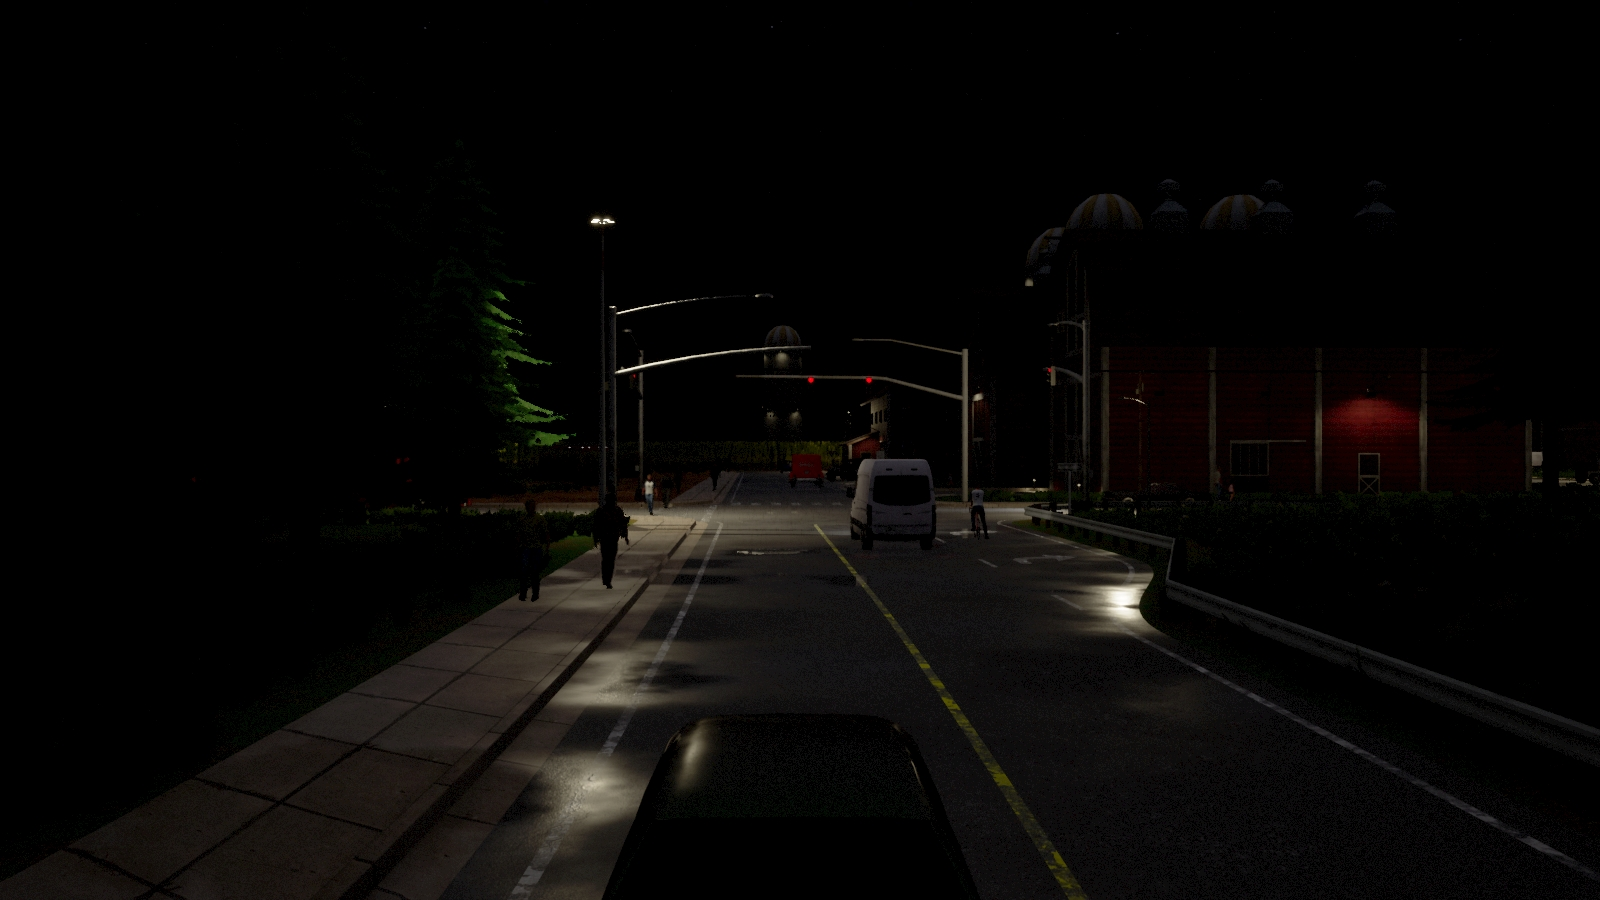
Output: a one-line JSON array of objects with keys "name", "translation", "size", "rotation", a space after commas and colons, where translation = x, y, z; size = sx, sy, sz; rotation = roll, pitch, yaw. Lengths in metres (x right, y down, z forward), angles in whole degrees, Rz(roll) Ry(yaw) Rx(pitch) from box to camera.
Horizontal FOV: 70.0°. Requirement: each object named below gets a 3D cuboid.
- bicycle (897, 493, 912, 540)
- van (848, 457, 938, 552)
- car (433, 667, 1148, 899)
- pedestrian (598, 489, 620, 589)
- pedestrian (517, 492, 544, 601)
[{"name": "bicycle", "translation": [3.290, 2.079, 36.037], "size": [0.373, 1.396, 1.643], "rotation": [0, 0, 3]}, {"name": "van", "translation": [2.659, 1.508, 34.092], "size": [1.988, 2.561, 5.915], "rotation": [0, 0, -2]}, {"name": "car", "translation": [-0.032, 1.973, 4.130], "size": [1.851, 1.617, 3.988], "rotation": [0, 0, 0]}, {"name": "pedestrian", "translation": [-3.620, 1.669, 21.637], "size": [0.375, 1.860, 0.375], "rotation": [0, 0, -15]}, {"name": "pedestrian", "translation": [-4.668, 1.670, 19.806], "size": [0.375, 1.860, 0.375], "rotation": [0, 0, 1]}]
